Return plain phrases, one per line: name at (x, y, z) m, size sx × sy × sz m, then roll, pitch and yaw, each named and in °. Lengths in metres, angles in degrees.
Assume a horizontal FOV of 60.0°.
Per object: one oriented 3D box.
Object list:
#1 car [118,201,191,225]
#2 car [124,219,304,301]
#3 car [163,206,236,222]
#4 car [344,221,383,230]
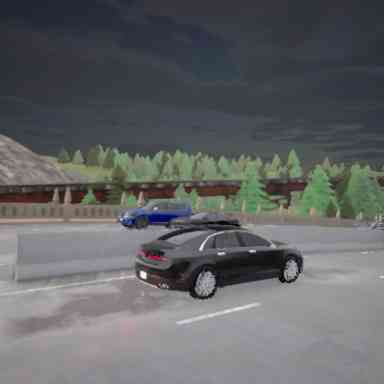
car at (-2.413, 1.645, 23.709) m, size 5.566 × 2.045 × 2.150 m, roll 5°, pitch -3°, yaw -35°
car at (0.912, 1.635, 8.698) m, size 4.892 × 1.490 × 1.837 m, roll 2°, pitch -1°, yaw -35°
car at (0.898, 1.999, 21.784) m, size 5.008 × 1.535 × 1.882 m, roll 5°, pitch -3°, yaw -35°
car at (14.124, 3.124, 26.856) m, size 4.902 × 1.511 × 2.128 m, roll 6°, pitch -3°, yaw -35°
